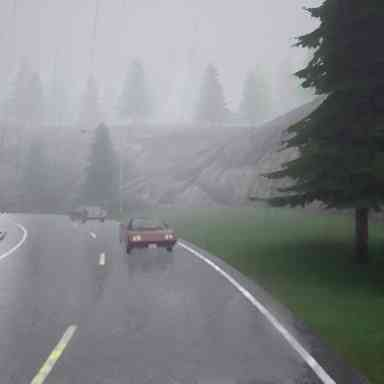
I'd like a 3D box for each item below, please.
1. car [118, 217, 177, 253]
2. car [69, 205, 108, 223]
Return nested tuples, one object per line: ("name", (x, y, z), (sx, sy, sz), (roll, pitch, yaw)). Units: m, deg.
("car", (-2.107, 1.741, 14.451), (1.895, 1.301, 4.718), (0, -1, -17))
("car", (-8.880, 1.826, 28.253), (2.033, 1.411, 5.357), (0, -1, -35))
